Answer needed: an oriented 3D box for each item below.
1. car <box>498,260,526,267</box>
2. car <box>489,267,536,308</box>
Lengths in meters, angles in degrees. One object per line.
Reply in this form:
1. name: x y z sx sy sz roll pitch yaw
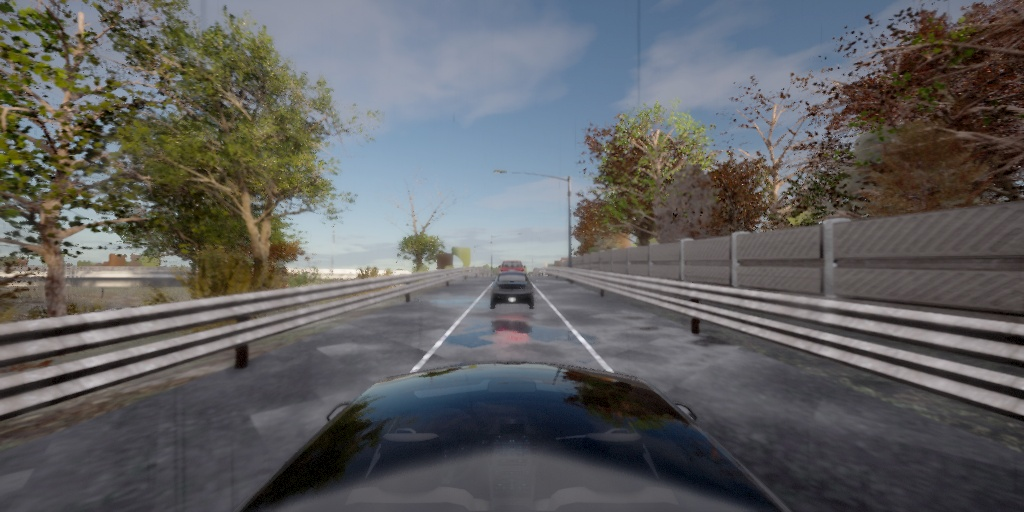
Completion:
1. car: 0.012 1.379 30.510 2.150 2.045 5.566 0 -1 0
2. car: 0.021 1.463 16.402 1.837 1.490 4.892 0 0 0
